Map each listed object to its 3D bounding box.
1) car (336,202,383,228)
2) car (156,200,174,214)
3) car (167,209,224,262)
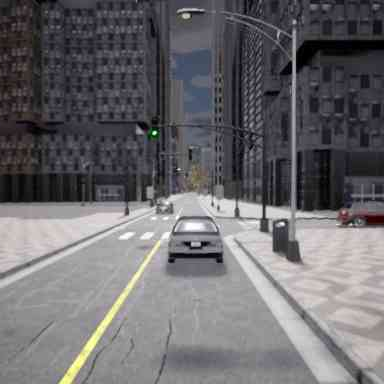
[{"bbox_3d":[12.157,1.422,22.053,4.553,1.767,2.097,0,1,0],"label":"car"},{"bbox_3d":[-3.028,1.633,37.898,2.128,1.511,4.902,0,0,0],"label":"car"},{"bbox_3d":[0.120,1.579,12.230,2.033,1.411,5.357,0,0,0],"label":"car"}]
